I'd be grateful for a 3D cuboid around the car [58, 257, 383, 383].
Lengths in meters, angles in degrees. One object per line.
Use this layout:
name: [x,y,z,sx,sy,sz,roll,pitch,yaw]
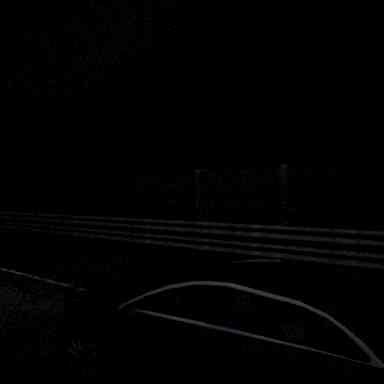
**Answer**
car: [0.505,1.505,3.629,4.902,1.511,2.128,0,0,35]
